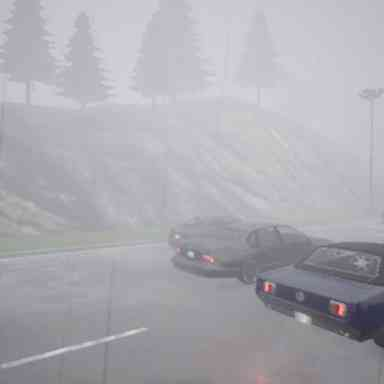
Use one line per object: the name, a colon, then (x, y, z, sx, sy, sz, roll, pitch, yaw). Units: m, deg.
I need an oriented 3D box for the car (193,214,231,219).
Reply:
car: (1.111, 1.583, 13.177, 4.181, 1.385, 1.994, 0, 0, -35)

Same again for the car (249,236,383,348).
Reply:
car: (3.493, 1.616, 6.285, 4.718, 1.301, 1.895, 0, 0, -35)

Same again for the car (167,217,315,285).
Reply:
car: (2.028, 1.564, 9.537, 5.357, 1.411, 2.033, 0, 0, -35)

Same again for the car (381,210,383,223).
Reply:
car: (15.744, 1.566, 24.754, 4.892, 1.490, 1.837, 0, 0, -42)
